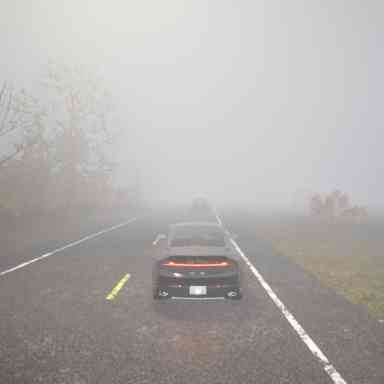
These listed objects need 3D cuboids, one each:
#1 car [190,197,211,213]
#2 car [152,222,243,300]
[{"bbox_3d":[0.985,1.381,37.446,2.097,1.767,4.553,0,0,4],"label":"car"},{"bbox_3d":[0.137,1.508,8.369,1.837,1.490,4.892,0,0,1],"label":"car"}]
